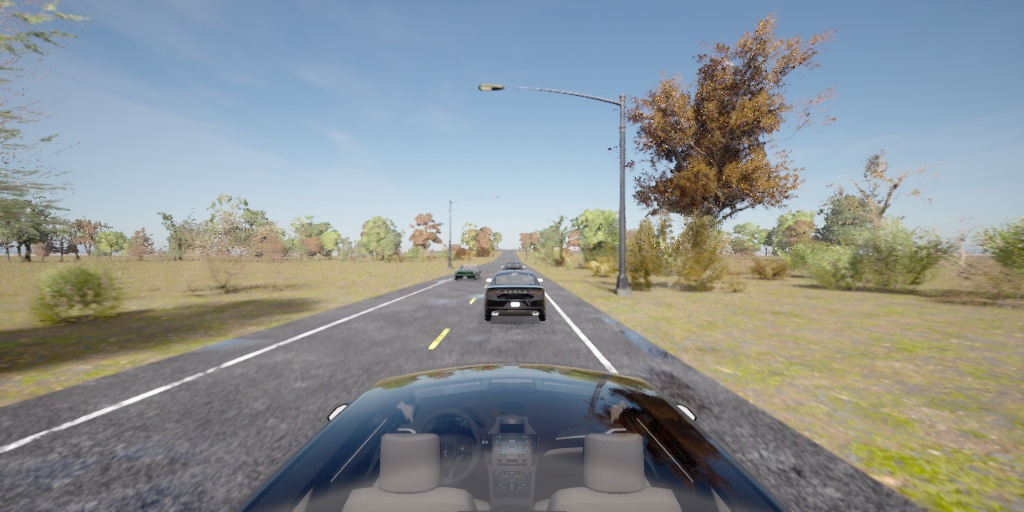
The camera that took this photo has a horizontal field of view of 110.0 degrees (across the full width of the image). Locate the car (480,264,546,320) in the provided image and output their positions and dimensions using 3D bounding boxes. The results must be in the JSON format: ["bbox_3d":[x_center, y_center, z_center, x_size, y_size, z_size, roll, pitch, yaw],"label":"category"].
[{"bbox_3d":[0.097,1.227,12.676,1.882,1.535,5.008,0,0,0],"label":"car"}]

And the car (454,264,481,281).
[{"bbox_3d":[-3.594,1.348,29.673,1.895,1.301,4.718,0,0,0],"label":"car"}]

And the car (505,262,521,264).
[{"bbox_3d":[0.097,1.252,31.032,1.837,1.490,4.892,0,0,0],"label":"car"}]
